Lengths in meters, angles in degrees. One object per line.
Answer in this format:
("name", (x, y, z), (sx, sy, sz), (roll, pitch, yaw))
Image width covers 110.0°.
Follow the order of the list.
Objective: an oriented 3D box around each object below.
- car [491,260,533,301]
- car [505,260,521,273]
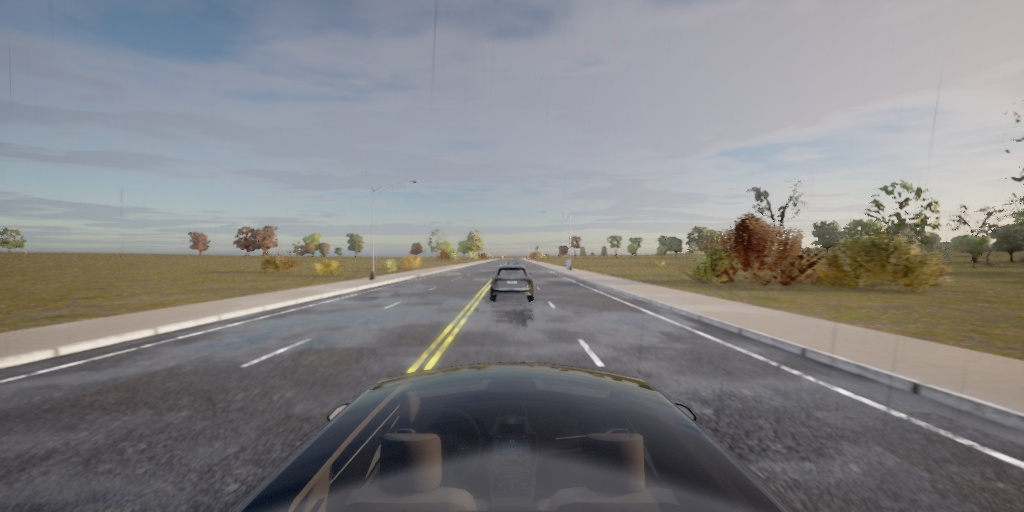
("car", (0.002, 1.188, 17.578), (2.033, 1.649, 4.856), (0, 0, 0))
("car", (0.114, 1.279, 45.313), (1.837, 1.490, 4.892), (0, 0, 0))
